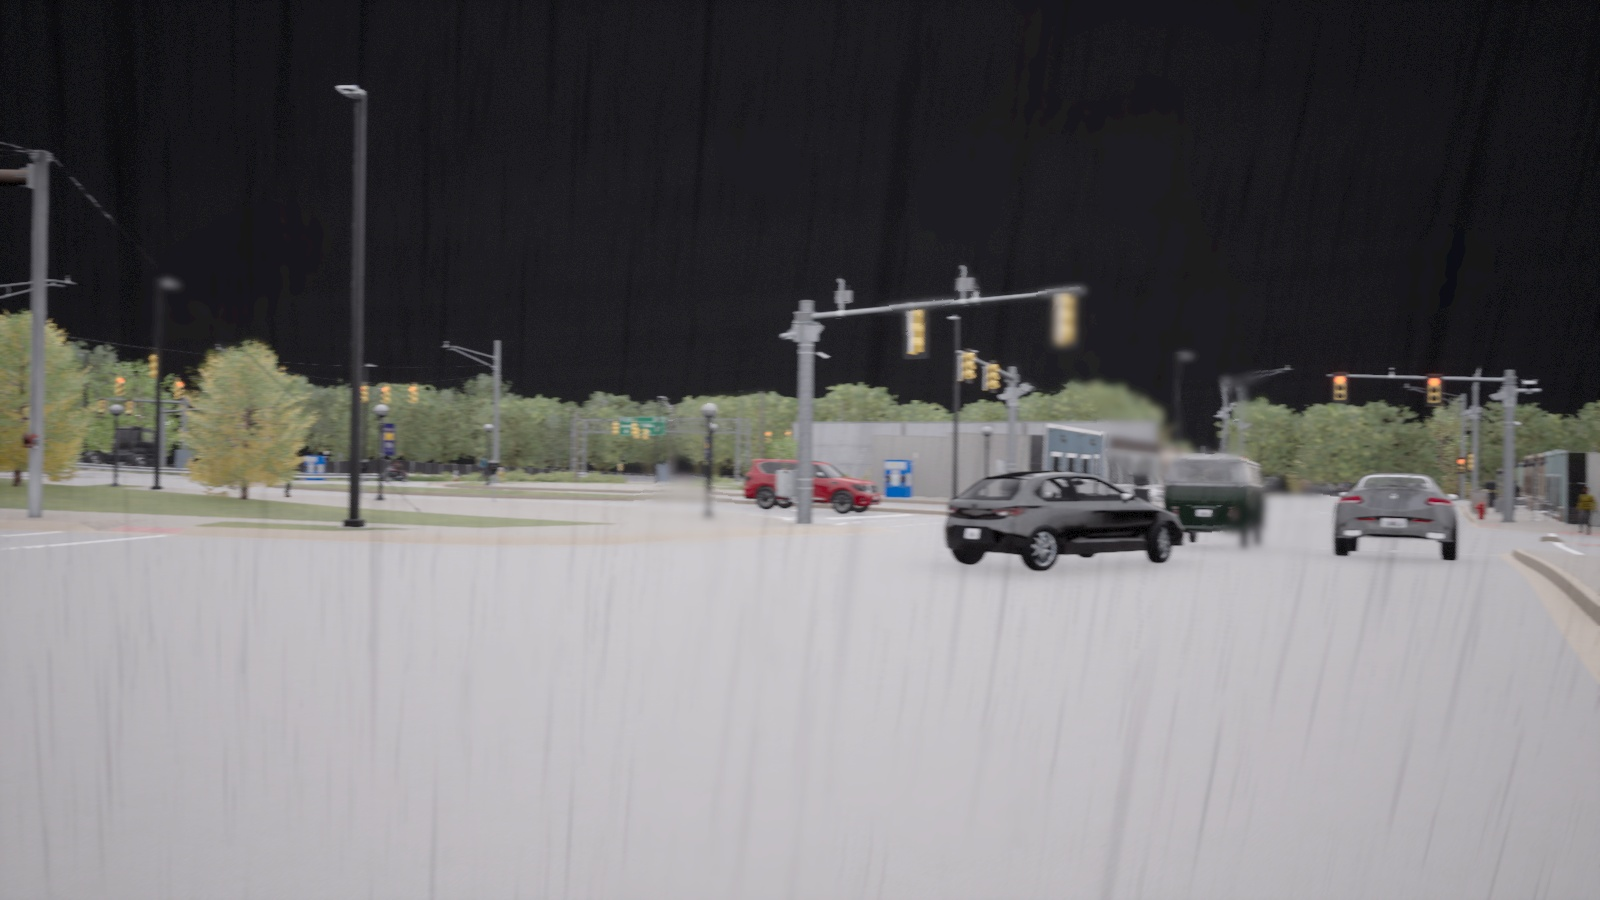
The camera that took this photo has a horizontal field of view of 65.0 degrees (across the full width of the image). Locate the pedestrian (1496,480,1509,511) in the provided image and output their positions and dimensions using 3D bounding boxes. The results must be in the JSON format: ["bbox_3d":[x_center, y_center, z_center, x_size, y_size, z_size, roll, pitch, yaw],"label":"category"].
[{"bbox_3d":[42.605,2.766,76.170,0.563,1.883,0.849,1,-1,36],"label":"pedestrian"}]

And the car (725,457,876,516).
[{"bbox_3d":[0.004,1.431,50.340,5.566,2.045,2.150,2,0,23],"label":"car"}]

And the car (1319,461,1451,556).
[{"bbox_3d":[11.649,1.152,24.945,2.152,1.651,5.027,1,-2,26],"label":"car"}]

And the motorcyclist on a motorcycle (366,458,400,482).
[{"bbox_3d":[-28.909,1.410,87.060,0.766,1.649,2.350,1,-1,24],"label":"motorcyclist on a motorcycle"}]

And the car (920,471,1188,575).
[{"bbox_3d":[4.078,1.081,19.859,4.193,1.474,1.816,1,-1,-37],"label":"car"}]

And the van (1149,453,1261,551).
[{"bbox_3d":[9.150,1.169,28.164,1.775,1.987,4.442,1,-2,26],"label":"van"}]

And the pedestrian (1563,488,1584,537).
[{"bbox_3d":[29.038,2.337,47.154,0.709,1.840,0.431,1,-1,-38],"label":"pedestrian"}]
